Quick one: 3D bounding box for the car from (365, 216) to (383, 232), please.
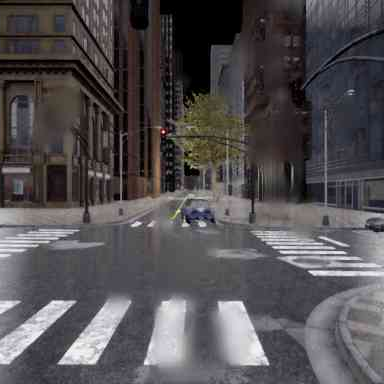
[{"bbox_3d":[11.907,1.631,18.350,4.403,1.369,2.008,0,0,0],"label":"car"}]

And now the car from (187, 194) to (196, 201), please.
[{"bbox_3d":[-0.056,1.107,70.734,1.812,1.442,4.674,0,1,0],"label":"car"}]

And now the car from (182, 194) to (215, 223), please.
[{"bbox_3d":[0.400,1.306,25.260,2.097,1.767,4.553,0,0,-6],"label":"car"}]
